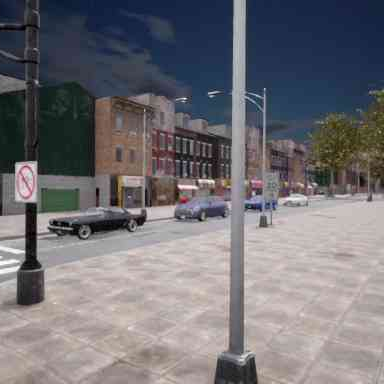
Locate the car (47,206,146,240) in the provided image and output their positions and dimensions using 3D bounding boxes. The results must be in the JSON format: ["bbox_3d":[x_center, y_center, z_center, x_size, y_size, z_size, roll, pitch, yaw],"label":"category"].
[{"bbox_3d":[-4.487,1.408,16.229,1.895,1.301,4.718,1,1,35],"label":"car"}]

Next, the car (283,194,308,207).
[{"bbox_3d":[12.543,0.965,40.038,1.812,1.442,4.674,1,1,36],"label":"car"}]

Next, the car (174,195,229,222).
[{"bbox_3d":[0.725,1.038,23.531,2.097,1.767,4.553,1,1,35],"label":"car"}]

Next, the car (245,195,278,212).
[{"bbox_3d":[6.595,1.036,31.751,1.882,1.535,5.008,1,1,35],"label":"car"}]
